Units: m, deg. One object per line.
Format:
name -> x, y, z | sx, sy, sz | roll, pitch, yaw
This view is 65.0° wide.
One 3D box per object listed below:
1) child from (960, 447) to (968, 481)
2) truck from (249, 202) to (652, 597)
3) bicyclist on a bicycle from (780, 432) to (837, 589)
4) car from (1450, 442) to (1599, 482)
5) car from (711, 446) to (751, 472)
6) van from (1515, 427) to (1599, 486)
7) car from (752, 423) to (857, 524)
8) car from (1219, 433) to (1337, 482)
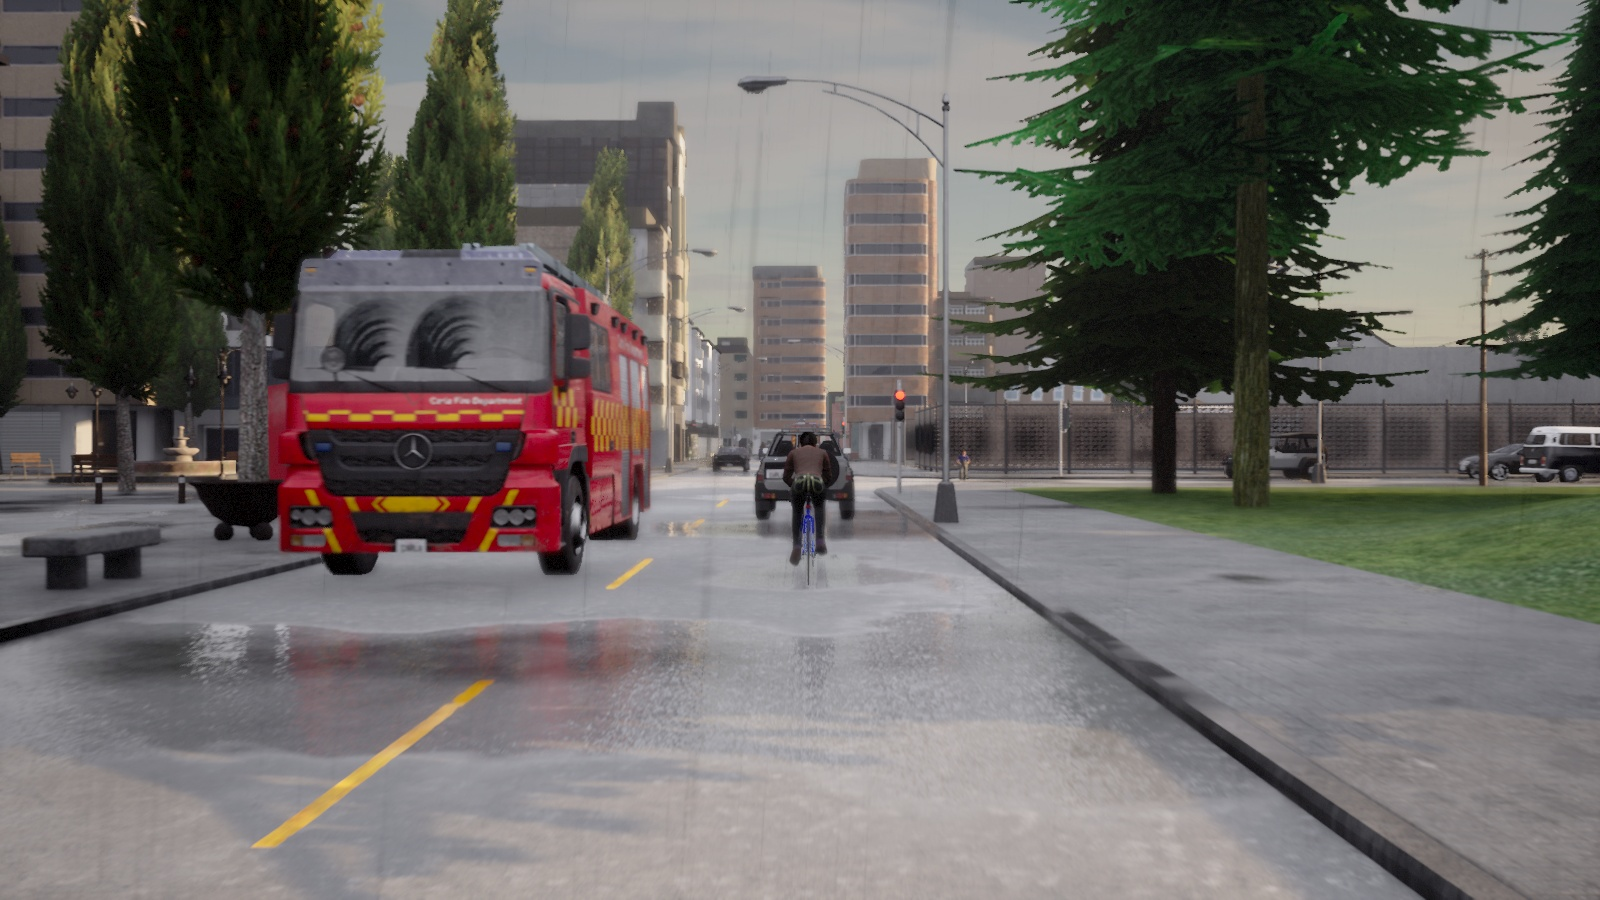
child -> 6.163, 0.525, 47.200 | 0.270, 1.263, 0.437 | 0, 0, 0
truck -> -3.890, -0.514, 16.416 | 2.891, 3.827, 8.468 | 0, 0, 0
bicyclist on a bicycle -> 0.092, 0.622, 13.730 | 0.582, 1.620, 1.656 | 0, 0, 0
car -> 28.385, 0.449, 49.042 | 4.902, 1.511, 2.128 | 0, 0, 0
car -> -3.675, 0.462, 67.817 | 1.895, 1.301, 4.718 | 0, 0, 0
van -> 28.508, 0.232, 45.039 | 4.480, 2.038, 2.069 | 1, 0, 0
car -> 0.132, 0.420, 25.431 | 1.932, 1.855, 4.605 | 0, 0, 1
car -> 18.664, 0.282, 49.122 | 3.866, 1.878, 1.905 | 0, 0, -1
